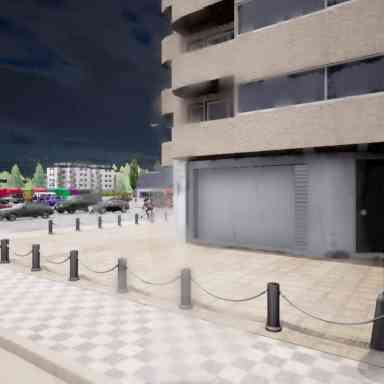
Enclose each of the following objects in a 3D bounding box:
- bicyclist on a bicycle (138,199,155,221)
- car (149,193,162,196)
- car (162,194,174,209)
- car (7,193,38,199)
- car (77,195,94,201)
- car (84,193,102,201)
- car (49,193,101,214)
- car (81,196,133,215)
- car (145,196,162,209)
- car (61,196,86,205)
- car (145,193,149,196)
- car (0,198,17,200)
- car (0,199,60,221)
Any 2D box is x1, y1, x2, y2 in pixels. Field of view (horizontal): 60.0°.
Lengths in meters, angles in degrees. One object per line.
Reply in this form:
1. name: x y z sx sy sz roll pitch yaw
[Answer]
1. bicyclist on a bicycle: -3.281 1.356 24.068 1.656 1.620 0.582 0 0 35
2. car: -6.181 1.209 69.520 1.932 1.855 4.605 0 0 35
3. car: -1.210 1.279 46.155 2.150 2.045 5.566 0 0 35
4. car: -34.653 1.209 68.176 1.932 1.855 4.605 0 0 35
5. car: -26.936 1.451 84.185 1.970 1.475 3.806 0 0 35
6. car: -24.576 1.211 82.508 1.905 1.878 3.866 0 0 35
7. car: -12.273 1.277 36.479 2.150 2.045 5.566 0 0 35
8. car: -8.808 1.547 35.325 2.128 1.511 4.902 0 0 35
9. car: -4.621 1.619 47.385 1.994 1.385 4.181 0 0 35
10. car: -20.790 1.451 58.514 1.970 1.475 3.806 0 0 35
11. car: -8.515 1.211 71.232 1.905 1.878 3.866 0 0 35
12. car: -17.972 1.533 28.334 1.882 1.535 5.008 0 0 35
13. car: -13.964 1.581 27.923 1.812 1.442 4.674 0 0 35
